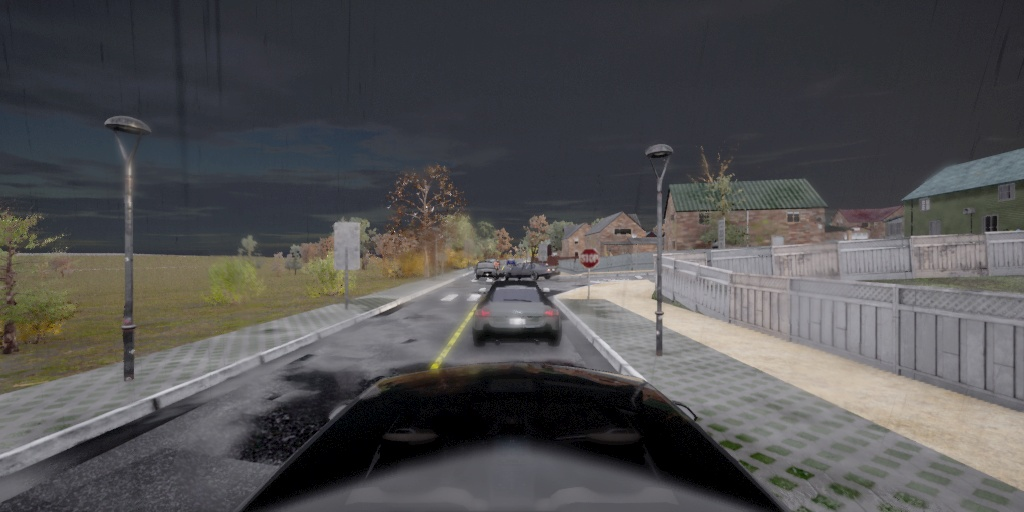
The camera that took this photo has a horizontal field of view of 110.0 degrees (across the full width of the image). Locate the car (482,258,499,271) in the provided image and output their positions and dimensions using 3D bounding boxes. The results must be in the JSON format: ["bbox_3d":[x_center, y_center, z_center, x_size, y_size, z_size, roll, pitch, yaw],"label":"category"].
[{"bbox_3d":[-2.969,1.116,51.088,2.097,1.767,4.553,0,0,0],"label":"car"}]

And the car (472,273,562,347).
[{"bbox_3d":[0.084,1.312,9.352,1.994,1.385,4.181,0,0,-1],"label":"car"}]

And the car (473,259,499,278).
[{"bbox_3d":[-2.324,1.255,31.272,1.837,1.490,4.892,0,0,-8],"label":"car"}]

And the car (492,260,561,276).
[{"bbox_3d":[1.271,1.195,28.369,5.357,1.411,2.033,-4,-3,43],"label":"car"}]

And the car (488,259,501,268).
[{"bbox_3d":[-2.979,1.250,61.125,1.882,1.535,5.008,0,0,0],"label":"car"}]

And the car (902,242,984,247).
[{"bbox_3d":[23.842,-0.210,20.380,4.902,1.511,2.128,-3,0,14],"label":"car"}]

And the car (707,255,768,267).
[{"bbox_3d":[14.336,0.411,22.778,4.181,1.385,1.994,-3,0,16],"label":"car"}]
